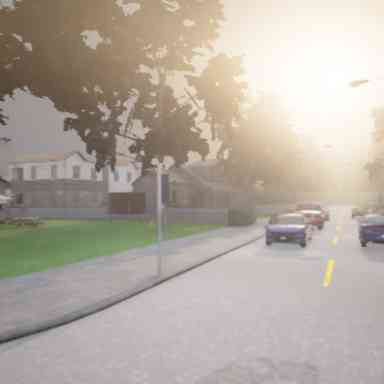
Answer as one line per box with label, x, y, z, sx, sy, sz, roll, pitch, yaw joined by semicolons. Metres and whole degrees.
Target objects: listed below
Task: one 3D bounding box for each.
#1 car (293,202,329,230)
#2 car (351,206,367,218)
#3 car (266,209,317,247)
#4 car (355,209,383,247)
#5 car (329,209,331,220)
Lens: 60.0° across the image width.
car;9.417;1.847;26.627;2.150;2.045;5.566;-1;-2;25
car;20.683;2.459;40.951;2.033;1.411;5.357;-1;-2;25
car;5.240;1.901;17.592;1.882;1.535;5.008;-1;-2;25
car;9.524;1.849;16.844;1.882;1.535;5.008;-1;-2;25
car;13.731;2.184;35.866;2.097;1.767;4.553;-1;-2;25
